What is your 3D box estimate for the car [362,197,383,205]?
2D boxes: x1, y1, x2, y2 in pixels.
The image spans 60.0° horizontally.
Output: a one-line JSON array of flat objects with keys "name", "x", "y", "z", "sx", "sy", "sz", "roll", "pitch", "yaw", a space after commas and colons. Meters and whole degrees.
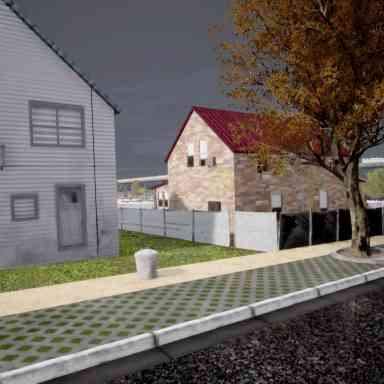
[{"name": "car", "x": 35.241, "y": 1.740, "z": 64.551, "sx": 2.128, "sy": 1.511, "sz": 4.902, "roll": -2, "pitch": 0, "yaw": 0}]

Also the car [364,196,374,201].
[{"name": "car", "x": 31.948, "y": 1.779, "z": 60.910, "sx": 1.882, "sy": 1.535, "sz": 5.008, "roll": -2, "pitch": 0, "yaw": 1}]

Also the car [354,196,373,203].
[{"name": "car", "x": 38.574, "y": 1.585, "z": 74.944, "sx": 1.837, "sy": 1.490, "sz": 4.892, "roll": -2, "pitch": 0, "yaw": 0}]

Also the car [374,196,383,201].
[{"name": "car", "x": 28.461, "y": 1.532, "z": 46.577, "sx": 2.150, "sy": 2.045, "sz": 5.566, "roll": -2, "pitch": -1, "yaw": 0}]

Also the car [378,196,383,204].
[{"name": "car", "x": 38.487, "y": 1.625, "z": 64.518, "sx": 2.128, "sy": 1.511, "sz": 4.902, "roll": -2, "pitch": 0, "yaw": 0}]
